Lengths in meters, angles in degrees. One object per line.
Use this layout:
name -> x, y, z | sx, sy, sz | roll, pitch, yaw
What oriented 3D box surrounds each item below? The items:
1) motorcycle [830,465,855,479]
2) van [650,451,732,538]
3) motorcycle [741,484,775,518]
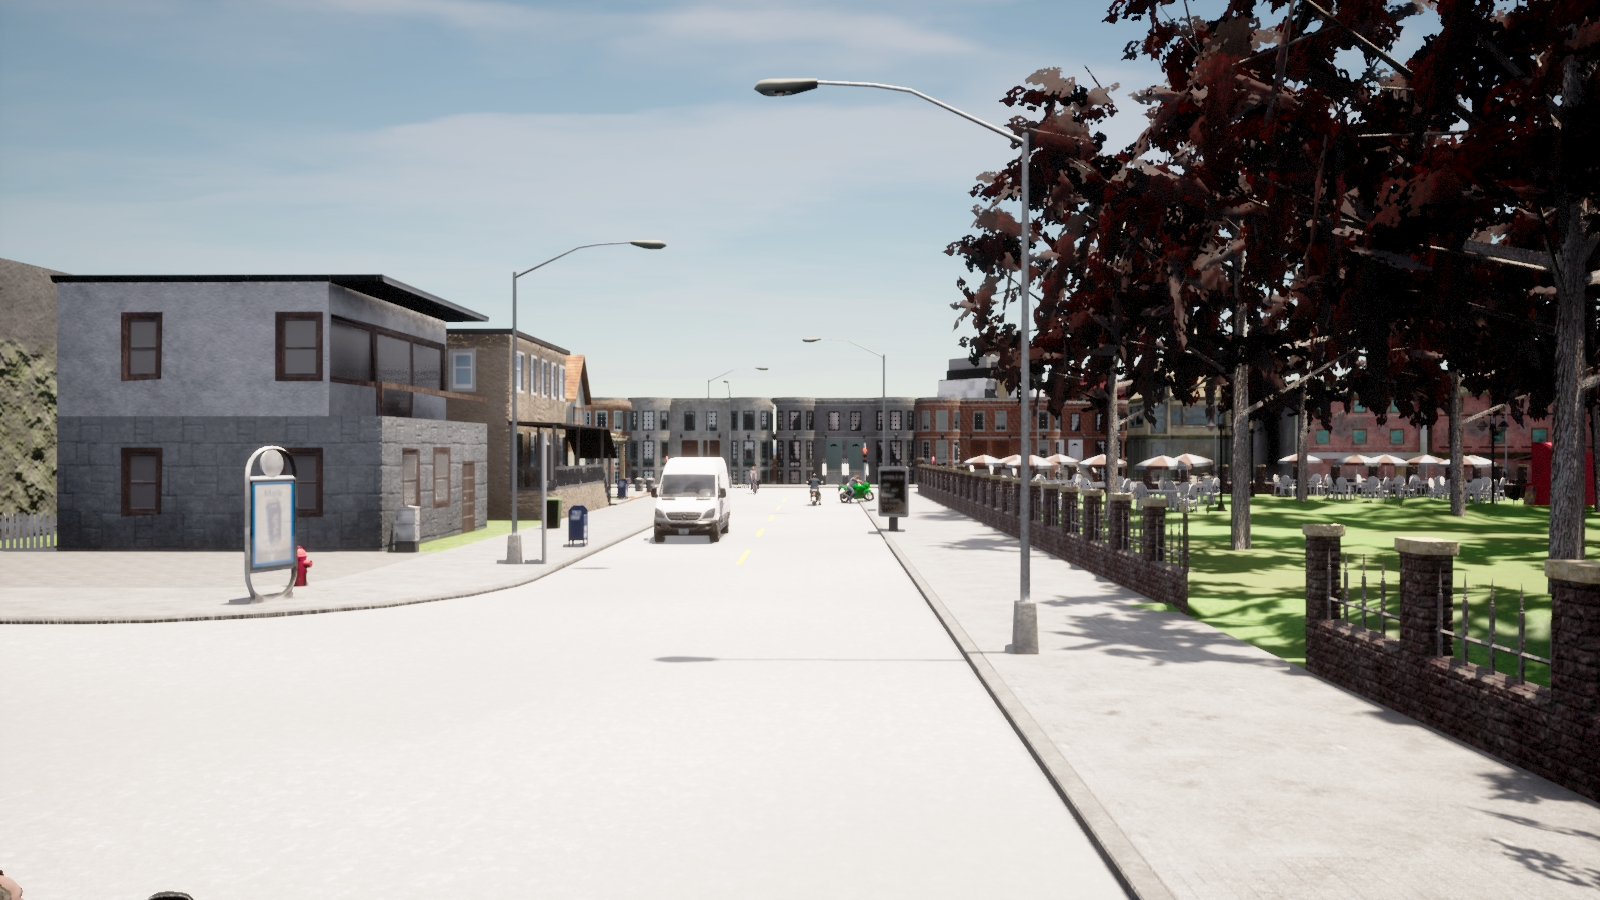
motorcycle -> 3.779, 1.938, 101.151 | 2.033, 1.145, 0.803 | -5, -2, 27
van -> -3.393, 1.314, 36.729 | 1.988, 2.561, 5.915 | 0, 0, 1
motorcycle -> -1.677, 1.985, 45.065 | 0.867, 1.251, 2.209 | 0, 0, -15
